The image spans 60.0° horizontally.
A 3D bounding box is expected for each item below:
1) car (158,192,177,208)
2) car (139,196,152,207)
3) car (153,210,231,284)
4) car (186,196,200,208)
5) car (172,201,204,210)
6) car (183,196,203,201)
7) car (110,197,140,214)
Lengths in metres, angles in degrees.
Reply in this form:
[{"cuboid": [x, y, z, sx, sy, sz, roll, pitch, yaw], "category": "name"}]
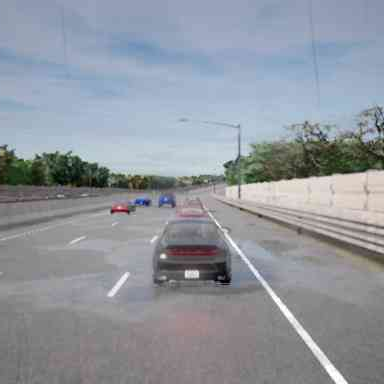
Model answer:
[{"cuboid": [-3.395, 1.060, 46.126, 2.150, 2.045, 5.566, 0, 1, 0], "category": "car"}, {"cuboid": [-6.876, 1.308, 47.571, 1.882, 1.535, 5.008, 0, 0, 0], "category": "car"}, {"cuboid": [0.000, 1.473, 9.411, 1.837, 1.490, 4.892, 0, 0, 0], "category": "car"}, {"cuboid": [0.107, 1.359, 46.843, 1.812, 1.442, 4.674, 0, 0, 0], "category": "car"}, {"cuboid": [0.001, 1.463, 18.861, 1.812, 1.442, 4.674, 0, 0, 0], "category": "car"}, {"cuboid": [0.102, 1.229, 36.801, 2.097, 1.767, 4.553, 0, 0, 0], "category": "car"}, {"cuboid": [-6.898, 1.452, 33.672, 1.994, 1.385, 4.181, 0, 0, 0], "category": "car"}]
